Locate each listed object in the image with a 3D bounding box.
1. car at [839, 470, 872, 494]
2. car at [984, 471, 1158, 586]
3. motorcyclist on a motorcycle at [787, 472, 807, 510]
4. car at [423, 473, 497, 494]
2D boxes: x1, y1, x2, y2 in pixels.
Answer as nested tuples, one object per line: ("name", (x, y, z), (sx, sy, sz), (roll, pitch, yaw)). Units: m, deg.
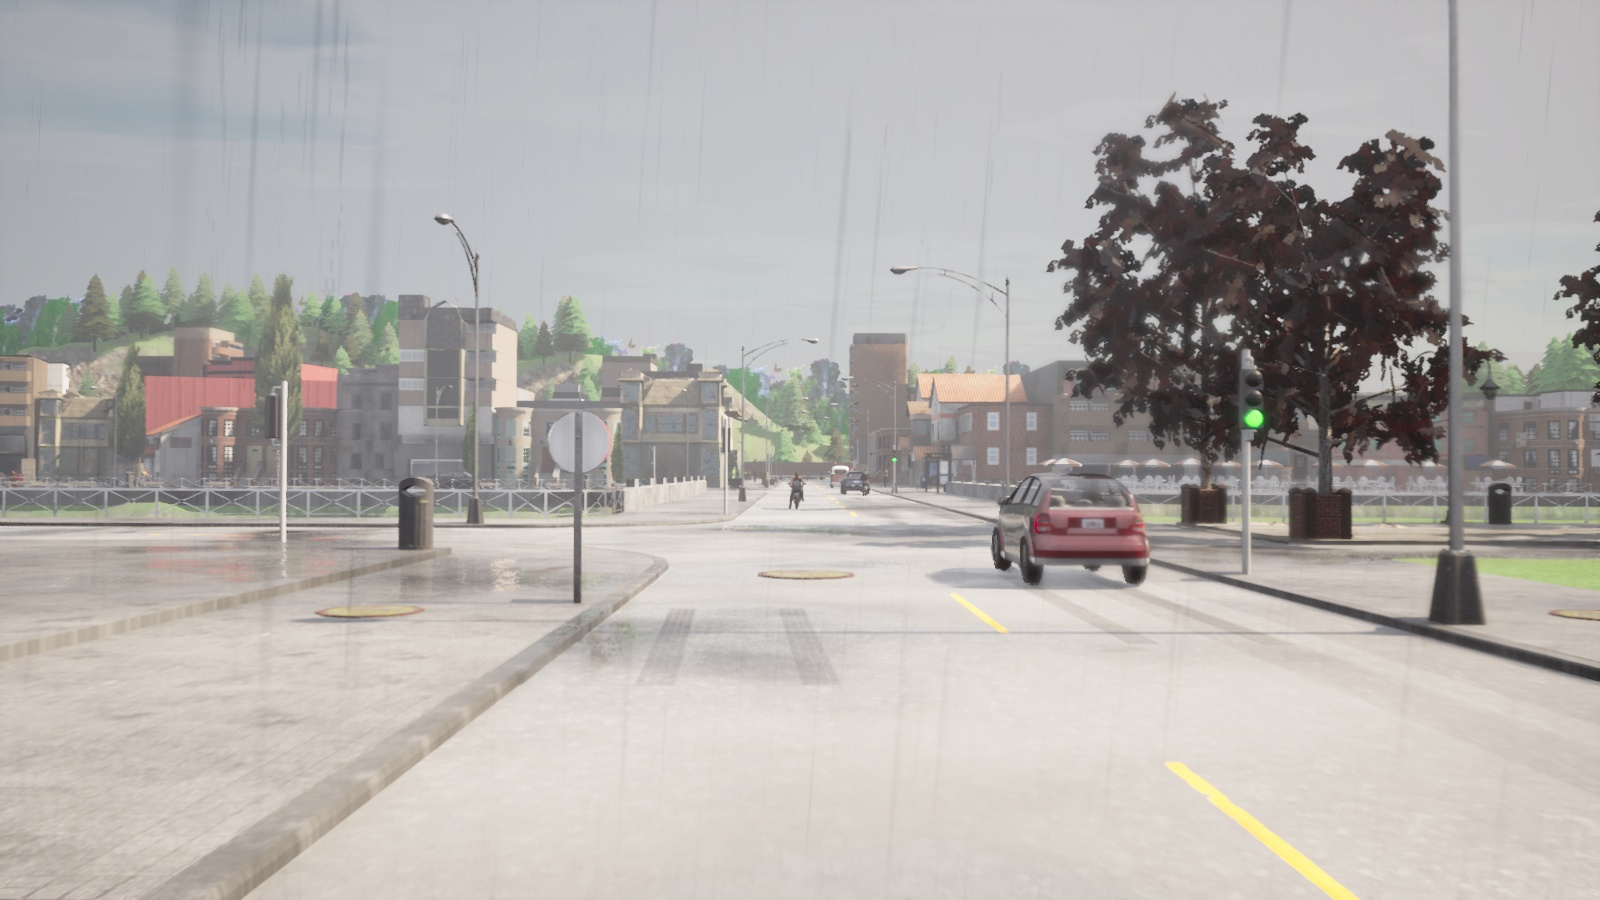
("car", (3.788, 2.173, 86.215), (2.033, 1.649, 4.856), (0, -1, 0))
("car", (3.936, 1.093, 18.842), (1.789, 1.549, 3.705), (0, -1, 0))
("motorcyclist on a motorcycle", (-0.110, 1.664, 51.790), (0.797, 1.523, 2.044), (0, -1, 1))
("car", (-25.240, 2.457, 93.411), (5.008, 1.535, 1.882), (0, -1, 0))
